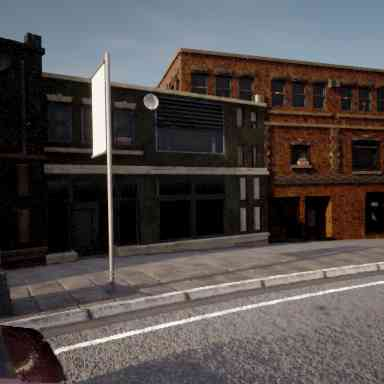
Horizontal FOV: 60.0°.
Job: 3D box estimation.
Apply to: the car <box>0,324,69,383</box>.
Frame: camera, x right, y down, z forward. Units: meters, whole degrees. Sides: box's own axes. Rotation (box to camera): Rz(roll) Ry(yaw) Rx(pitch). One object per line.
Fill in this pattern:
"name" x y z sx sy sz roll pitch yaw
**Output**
"car" -2.826 1.567 1.749 4.181 1.385 1.994 0 0 -35
